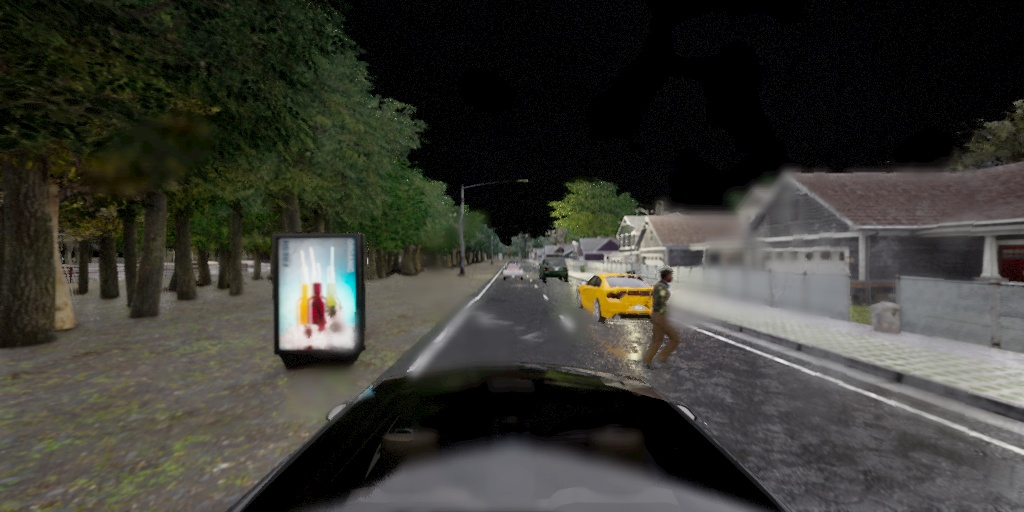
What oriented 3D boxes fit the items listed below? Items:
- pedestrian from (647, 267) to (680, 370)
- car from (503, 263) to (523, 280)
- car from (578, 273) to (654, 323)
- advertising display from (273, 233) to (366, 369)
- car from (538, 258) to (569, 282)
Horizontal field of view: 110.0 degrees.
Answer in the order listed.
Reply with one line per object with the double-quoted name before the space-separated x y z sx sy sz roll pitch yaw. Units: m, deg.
"pedestrian" 2.683 1.090 6.370 0.375 1.860 0.375 1 0 10
"car" 0.106 1.603 35.108 1.895 1.301 4.718 0 0 0
"car" 3.601 1.329 12.669 1.882 1.535 5.008 0 -1 0
"advertising display" -3.499 0.821 6.574 1.540 2.440 0.280 0 0 0
"car" 3.607 1.207 31.659 2.150 2.045 5.566 0 0 0
